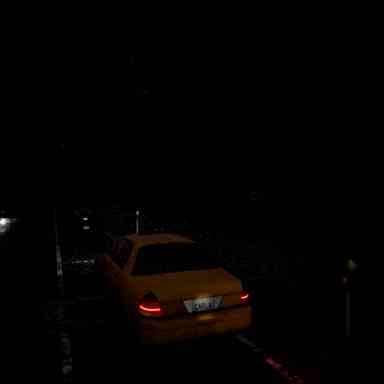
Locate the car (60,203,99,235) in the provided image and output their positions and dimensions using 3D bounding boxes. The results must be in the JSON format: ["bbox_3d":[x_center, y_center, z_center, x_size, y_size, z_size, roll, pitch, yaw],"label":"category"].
[{"bbox_3d":[-6.134,1.551,18.673,2.008,1.369,4.403,0,0,-23],"label":"car"}]

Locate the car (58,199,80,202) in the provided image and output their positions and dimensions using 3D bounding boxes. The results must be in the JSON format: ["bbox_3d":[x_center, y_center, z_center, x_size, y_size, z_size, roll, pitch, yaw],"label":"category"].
[{"bbox_3d":[-10.387,1.567,28.868,1.947,1.339,4.313,0,0,-23],"label":"car"}]

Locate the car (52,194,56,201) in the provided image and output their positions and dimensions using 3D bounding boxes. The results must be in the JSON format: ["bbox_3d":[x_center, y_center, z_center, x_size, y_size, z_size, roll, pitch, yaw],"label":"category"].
[{"bbox_3d":[-31.802,1.469,79.461,1.967,1.590,4.097,0,0,-24],"label":"car"}]

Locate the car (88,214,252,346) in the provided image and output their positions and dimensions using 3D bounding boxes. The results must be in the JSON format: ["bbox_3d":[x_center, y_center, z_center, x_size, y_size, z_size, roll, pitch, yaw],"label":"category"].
[{"bbox_3d":[-0.841,1.457,6.743,1.801,1.575,5.366,0,0,-23],"label":"car"}]

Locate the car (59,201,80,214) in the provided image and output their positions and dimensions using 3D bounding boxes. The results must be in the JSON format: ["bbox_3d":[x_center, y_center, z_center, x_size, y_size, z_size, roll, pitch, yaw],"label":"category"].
[{"bbox_3d":[-8.260,1.551,23.771,2.008,1.369,4.403,0,0,-23],"label":"car"}]

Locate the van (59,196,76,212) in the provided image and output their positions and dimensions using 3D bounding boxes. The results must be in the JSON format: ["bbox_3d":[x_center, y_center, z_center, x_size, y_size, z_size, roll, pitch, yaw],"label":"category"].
[{"bbox_3d":[-14.640,1.342,39.064,1.690,1.788,3.998,0,0,-23],"label":"van"}]

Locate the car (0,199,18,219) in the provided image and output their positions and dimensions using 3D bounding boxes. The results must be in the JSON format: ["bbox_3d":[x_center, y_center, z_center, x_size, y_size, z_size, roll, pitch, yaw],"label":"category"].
[{"bbox_3d":[-17.062,1.548,29.428,2.033,1.411,5.357,0,0,-22],"label":"car"}]

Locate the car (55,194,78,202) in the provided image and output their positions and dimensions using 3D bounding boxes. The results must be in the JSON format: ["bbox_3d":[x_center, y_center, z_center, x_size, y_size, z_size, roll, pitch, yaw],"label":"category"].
[{"bbox_3d":[-12.514,1.316,33.967,2.192,1.841,5.009,0,0,-23],"label":"car"}]
